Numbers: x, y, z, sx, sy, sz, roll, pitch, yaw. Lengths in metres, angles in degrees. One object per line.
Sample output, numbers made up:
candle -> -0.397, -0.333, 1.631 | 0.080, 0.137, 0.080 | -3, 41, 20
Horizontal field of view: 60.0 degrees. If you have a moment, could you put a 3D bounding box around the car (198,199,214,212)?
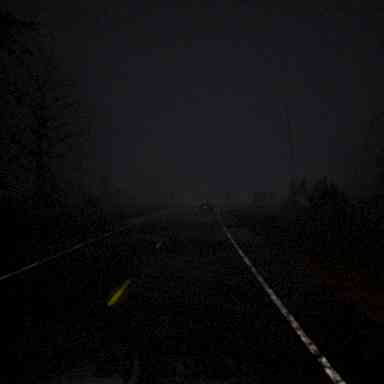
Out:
car -> 1.948, 2.030, 45.838 | 1.994, 1.385, 4.181 | 0, -1, 5

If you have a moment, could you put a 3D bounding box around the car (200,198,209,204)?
car -> 3.419, 2.445, 91.188 | 1.994, 1.385, 4.181 | 0, -1, 8
